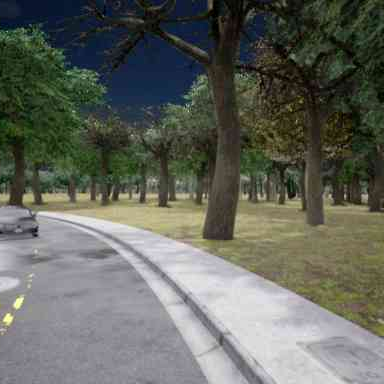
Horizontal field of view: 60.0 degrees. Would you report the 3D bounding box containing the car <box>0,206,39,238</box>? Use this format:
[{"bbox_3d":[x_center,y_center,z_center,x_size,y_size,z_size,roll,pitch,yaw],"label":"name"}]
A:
[{"bbox_3d":[-9.050,1.485,16.969,1.812,1.442,4.674,0,0,-32],"label":"car"}]
